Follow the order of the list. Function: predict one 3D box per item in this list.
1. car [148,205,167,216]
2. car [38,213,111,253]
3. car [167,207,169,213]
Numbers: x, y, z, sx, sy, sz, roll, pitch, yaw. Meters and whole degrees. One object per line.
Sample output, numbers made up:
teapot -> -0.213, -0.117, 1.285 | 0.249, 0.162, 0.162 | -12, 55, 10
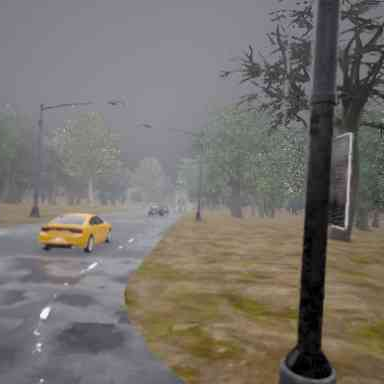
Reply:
car -> -4.859, 2.477, 45.313 | 1.812, 1.442, 4.674 | 3, -2, 1
car -> -5.022, 1.683, 14.983 | 1.882, 1.535, 5.008 | 3, -1, 0
car -> -4.876, 2.863, 55.211 | 2.033, 1.411, 5.357 | 3, -2, 0
